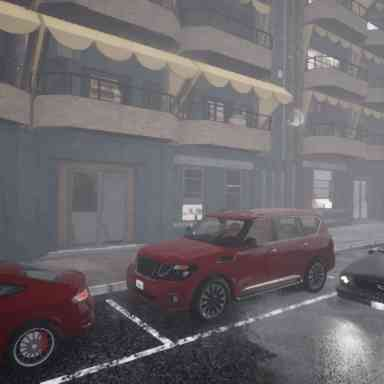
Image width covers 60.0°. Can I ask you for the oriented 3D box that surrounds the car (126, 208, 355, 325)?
[{"bbox_3d":[1.124,1.318,7.341,5.009,1.841,2.192,0,1,-35],"label":"car"}]

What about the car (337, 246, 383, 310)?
[{"bbox_3d":[5.359,1.552,7.202,5.357,1.411,2.033,0,0,-36],"label":"car"}]

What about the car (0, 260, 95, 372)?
[{"bbox_3d":[-3.374,1.582,4.137,4.206,1.307,1.802,0,1,-35],"label":"car"}]
